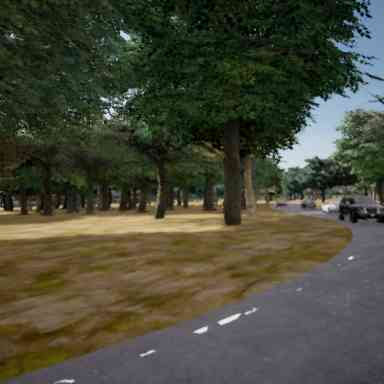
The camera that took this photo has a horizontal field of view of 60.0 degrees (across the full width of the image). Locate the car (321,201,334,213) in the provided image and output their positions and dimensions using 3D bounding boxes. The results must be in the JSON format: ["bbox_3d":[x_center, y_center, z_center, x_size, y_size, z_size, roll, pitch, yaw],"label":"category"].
[{"bbox_3d":[17.942,1.906,42.325,1.812,1.442,4.674,0,-1,4],"label":"car"}]

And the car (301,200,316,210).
[{"bbox_3d":[19.405,2.125,55.507,2.128,1.511,4.902,0,-1,9],"label":"car"}]

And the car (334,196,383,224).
[{"bbox_3d":[13.050,1.298,25.881,2.150,2.045,5.566,0,-1,10],"label":"car"}]

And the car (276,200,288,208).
[{"bbox_3d":[17.897,2.310,66.224,1.882,1.535,5.008,0,-1,10],"label":"car"}]
